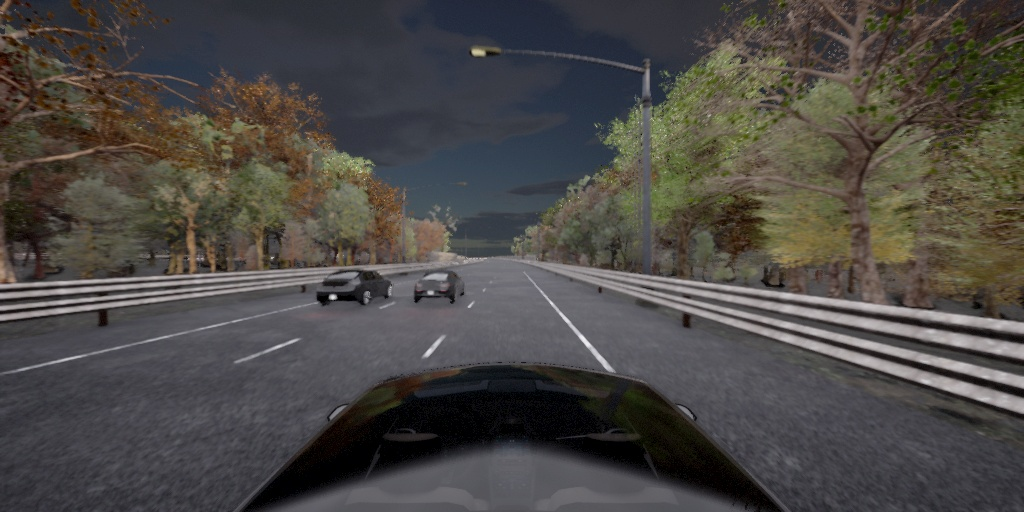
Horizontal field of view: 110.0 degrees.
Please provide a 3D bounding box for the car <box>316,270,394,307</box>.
[{"bbox_3d":[-6.897,1.353,16.228,1.837,1.490,4.892,0,0,0],"label":"car"}]

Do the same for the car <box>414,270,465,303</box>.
[{"bbox_3d":[-3.396,1.381,17.274,1.812,1.442,4.674,0,0,0],"label":"car"}]
